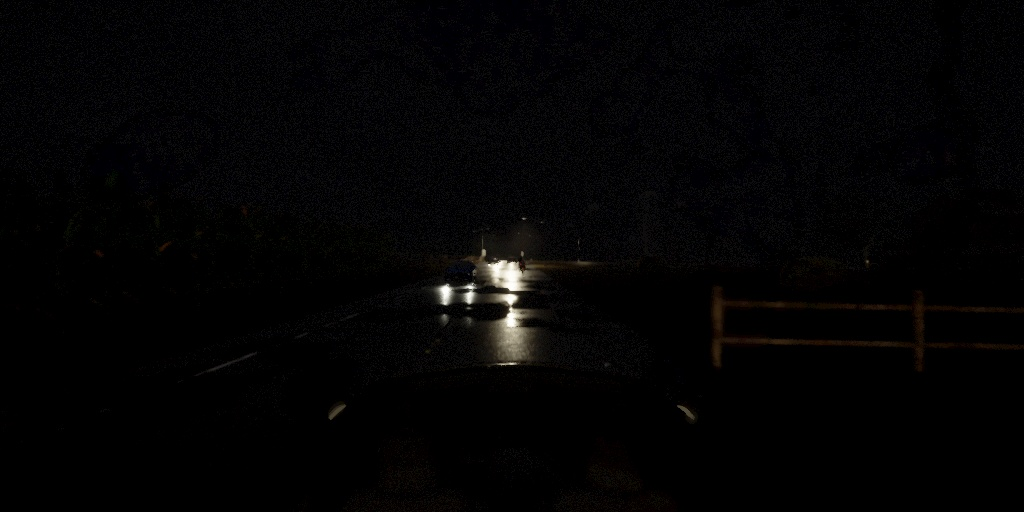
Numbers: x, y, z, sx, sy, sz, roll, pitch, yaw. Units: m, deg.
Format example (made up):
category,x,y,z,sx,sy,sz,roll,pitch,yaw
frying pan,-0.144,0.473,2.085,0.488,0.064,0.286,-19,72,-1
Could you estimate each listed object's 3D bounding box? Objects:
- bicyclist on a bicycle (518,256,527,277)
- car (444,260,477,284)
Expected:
category,x,y,z,sx,sy,sz,roll,pitch,yaw
bicyclist on a bicycle,0.957,0.984,31.164,0.866,1.612,1.509,0,1,0
car,-3.600,1.081,25.789,1.882,1.535,5.008,0,1,0
